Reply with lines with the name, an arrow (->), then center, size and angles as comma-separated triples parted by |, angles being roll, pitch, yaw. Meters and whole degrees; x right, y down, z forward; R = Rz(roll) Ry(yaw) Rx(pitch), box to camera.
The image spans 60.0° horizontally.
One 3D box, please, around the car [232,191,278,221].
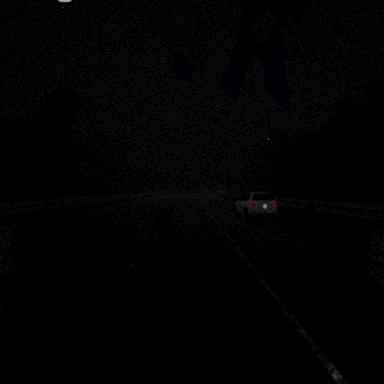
car -> 4.761, 1.022, 25.423 | 2.150, 2.045, 5.566 | 0, 0, -5
